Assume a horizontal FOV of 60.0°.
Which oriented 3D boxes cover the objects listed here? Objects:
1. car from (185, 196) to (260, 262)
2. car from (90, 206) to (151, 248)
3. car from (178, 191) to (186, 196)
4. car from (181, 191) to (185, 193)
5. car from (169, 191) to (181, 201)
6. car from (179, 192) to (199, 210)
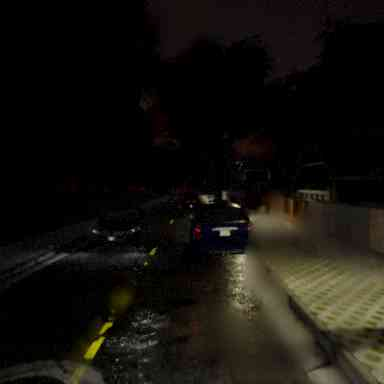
[{"bbox_3d":[0.947,1.159,11.632,2.097,1.767,4.553,-2,1,0],"label":"car"},{"bbox_3d":[-2.815,1.336,13.939,1.812,1.442,4.674,0,1,0],"label":"car"},{"bbox_3d":[-2.614,0.380,86.455,2.033,1.411,5.357,0,1,0],"label":"car"},{"bbox_3d":[-0.108,0.735,47.499,2.097,1.767,4.553,0,1,1],"label":"car"},{"bbox_3d":[-2.714,0.784,56.636,1.812,1.442,4.674,0,1,1],"label":"car"},{"bbox_3d":[-0.013,1.060,34.466,1.837,1.490,4.892,0,1,2],"label":"car"}]
